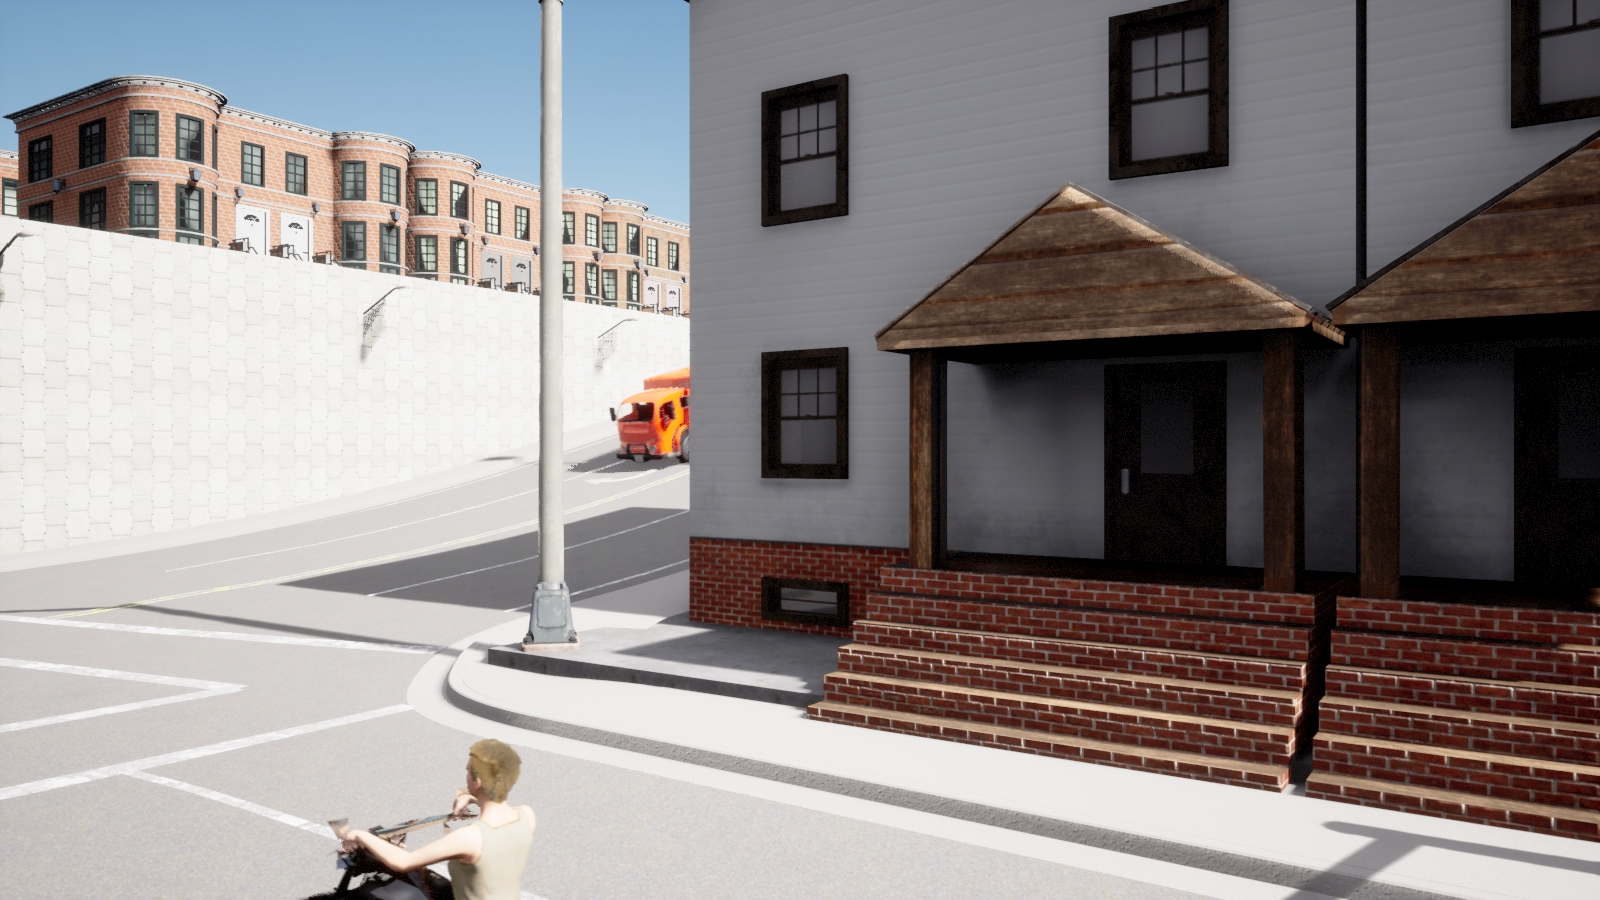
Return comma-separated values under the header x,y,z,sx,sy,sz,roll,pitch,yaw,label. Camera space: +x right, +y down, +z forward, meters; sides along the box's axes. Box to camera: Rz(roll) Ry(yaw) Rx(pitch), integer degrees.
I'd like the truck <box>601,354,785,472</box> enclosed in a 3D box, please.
x,y,z,sx,sy,sz,roll,pitch,yaw,label
-3.192,-1.223,35.425,2.627,2.467,5.204,0,14,35,truck
